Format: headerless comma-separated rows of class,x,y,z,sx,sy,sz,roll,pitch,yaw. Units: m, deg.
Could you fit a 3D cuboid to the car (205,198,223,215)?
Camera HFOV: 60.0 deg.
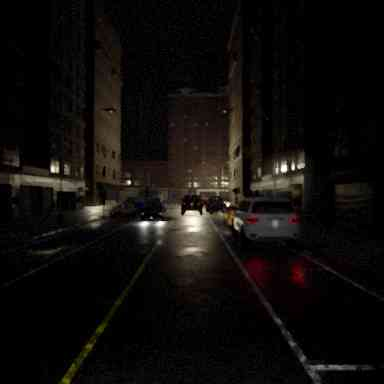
car,2.668,1.613,34.322,2.008,1.369,4.403,1,0,0

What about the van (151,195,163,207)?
van,-5.861,1.487,56.252,1.690,1.788,3.998,1,0,0

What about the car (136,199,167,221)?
car,-3.105,1.591,28.074,2.033,1.411,5.357,0,0,0

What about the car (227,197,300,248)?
car,3.103,1.237,15.069,2.150,2.045,5.566,0,0,0

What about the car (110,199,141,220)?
car,-5.854,1.571,28.670,1.752,1.417,4.829,1,0,0

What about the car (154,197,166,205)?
car,-5.864,1.714,61.734,1.887,1.381,4.507,1,0,0

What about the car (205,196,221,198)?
car,2.669,1.396,39.804,2.192,1.841,5.009,1,0,0

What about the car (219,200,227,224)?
car,3.135,1.508,22.040,1.882,1.535,5.008,0,0,0

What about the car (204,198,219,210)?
car,2.665,1.627,45.457,1.752,1.417,4.829,1,0,0

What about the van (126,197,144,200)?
van,-5.854,1.403,34.323,1.690,1.788,3.998,1,0,0

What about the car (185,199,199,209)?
car,0.018,1.675,47.506,1.994,1.385,4.181,0,0,0

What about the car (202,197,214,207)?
car,2.664,1.586,56.252,1.967,1.590,4.097,1,0,0

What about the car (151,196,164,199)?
car,-5.862,1.689,50.769,1.947,1.339,4.313,1,0,0

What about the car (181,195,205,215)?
car,0.028,1.287,34.737,2.150,2.045,5.566,0,0,1

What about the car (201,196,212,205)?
car,2.662,1.609,61.735,1.967,1.590,4.097,1,0,0
